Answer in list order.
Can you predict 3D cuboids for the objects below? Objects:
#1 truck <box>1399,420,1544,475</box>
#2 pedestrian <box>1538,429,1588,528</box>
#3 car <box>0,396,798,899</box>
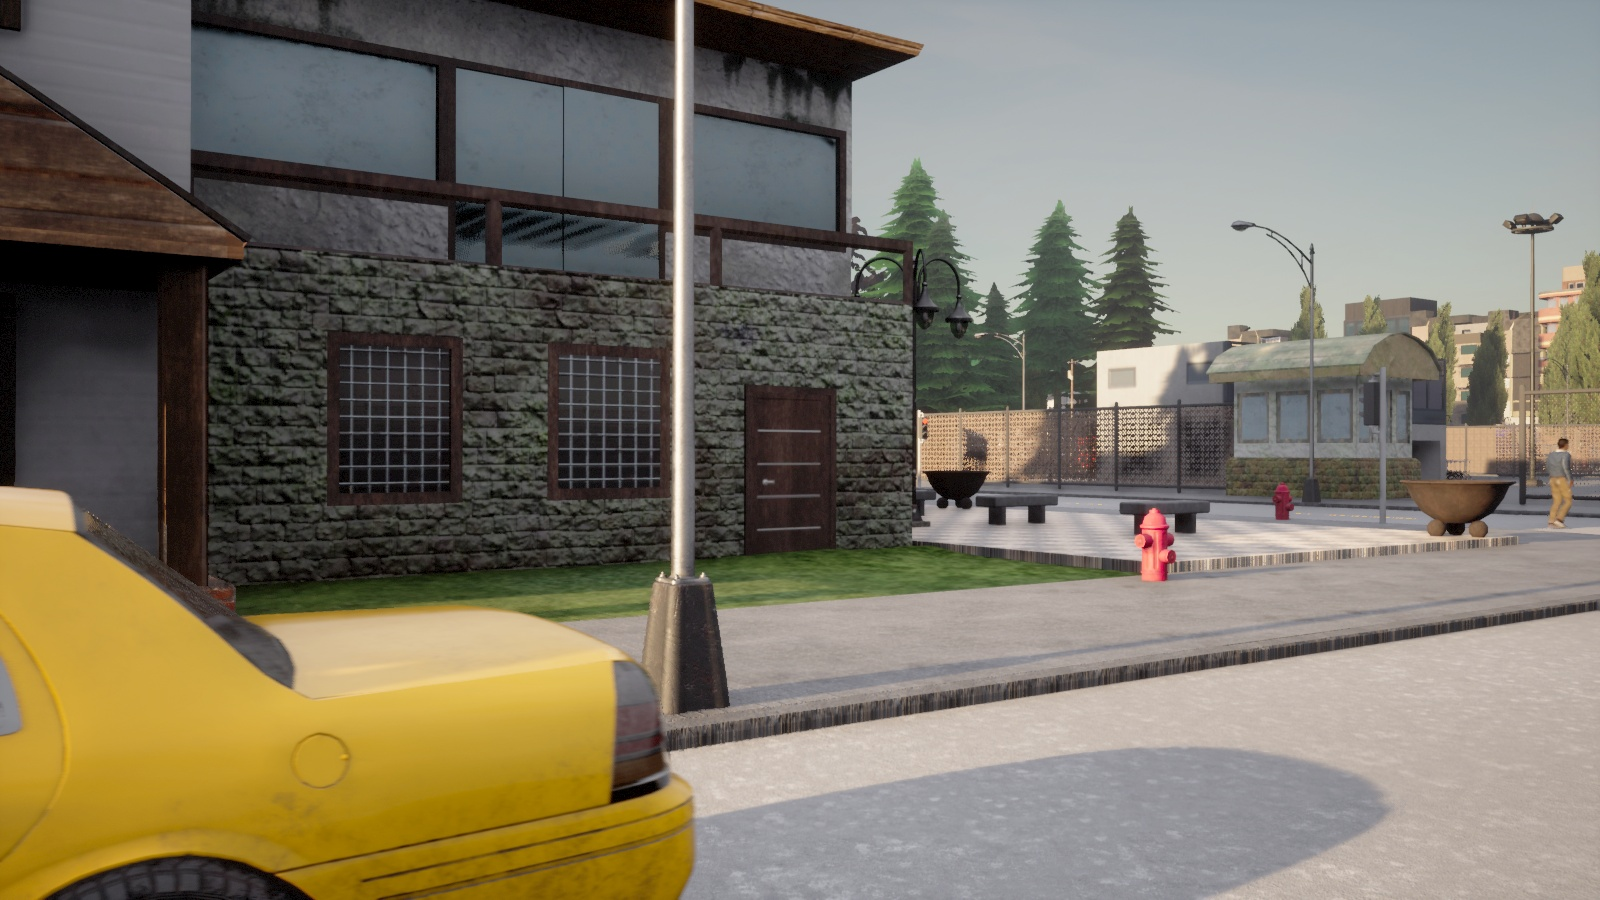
[{"bbox_3d":[43.819,-0.129,82.113,7.936,3.462,2.891,0,0,42],"label":"truck"},{"bbox_3d":[15.265,0.564,25.136,0.788,1.949,0.423,0,0,-16],"label":"pedestrian"},{"bbox_3d":[-2.721,0.695,2.375,5.366,1.575,1.801,0,0,-35],"label":"car"}]
